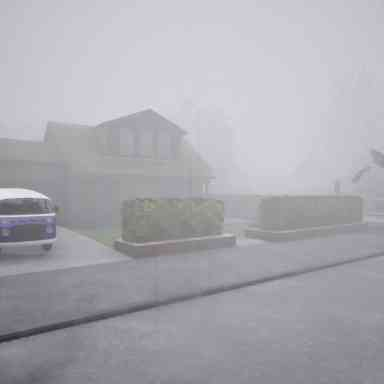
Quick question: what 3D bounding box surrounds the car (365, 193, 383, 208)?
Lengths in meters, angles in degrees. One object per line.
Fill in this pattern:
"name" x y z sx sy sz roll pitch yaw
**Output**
"car" 23.154 0.985 40.320 3.866 1.878 1.905 0 0 0
